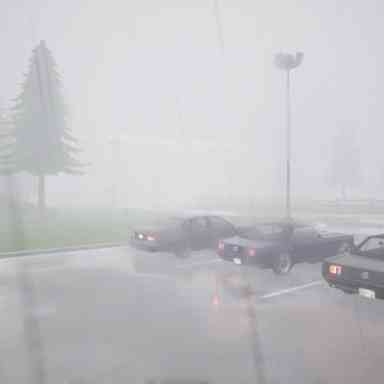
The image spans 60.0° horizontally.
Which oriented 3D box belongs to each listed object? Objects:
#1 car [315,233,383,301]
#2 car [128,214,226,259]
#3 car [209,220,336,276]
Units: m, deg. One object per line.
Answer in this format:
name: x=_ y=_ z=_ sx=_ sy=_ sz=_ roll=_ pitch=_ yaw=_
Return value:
car: x=5.080 y=1.601 z=7.485 sx=4.718 sy=1.301 sz=1.895 roll=0 pitch=0 yaw=-35
car: x=0.315 y=1.547 z=12.695 sx=5.357 sy=1.411 sz=2.033 roll=0 pitch=0 yaw=-35
car: x=3.060 y=1.601 z=10.344 sx=4.718 sy=1.301 sz=1.895 roll=0 pitch=0 yaw=-35
